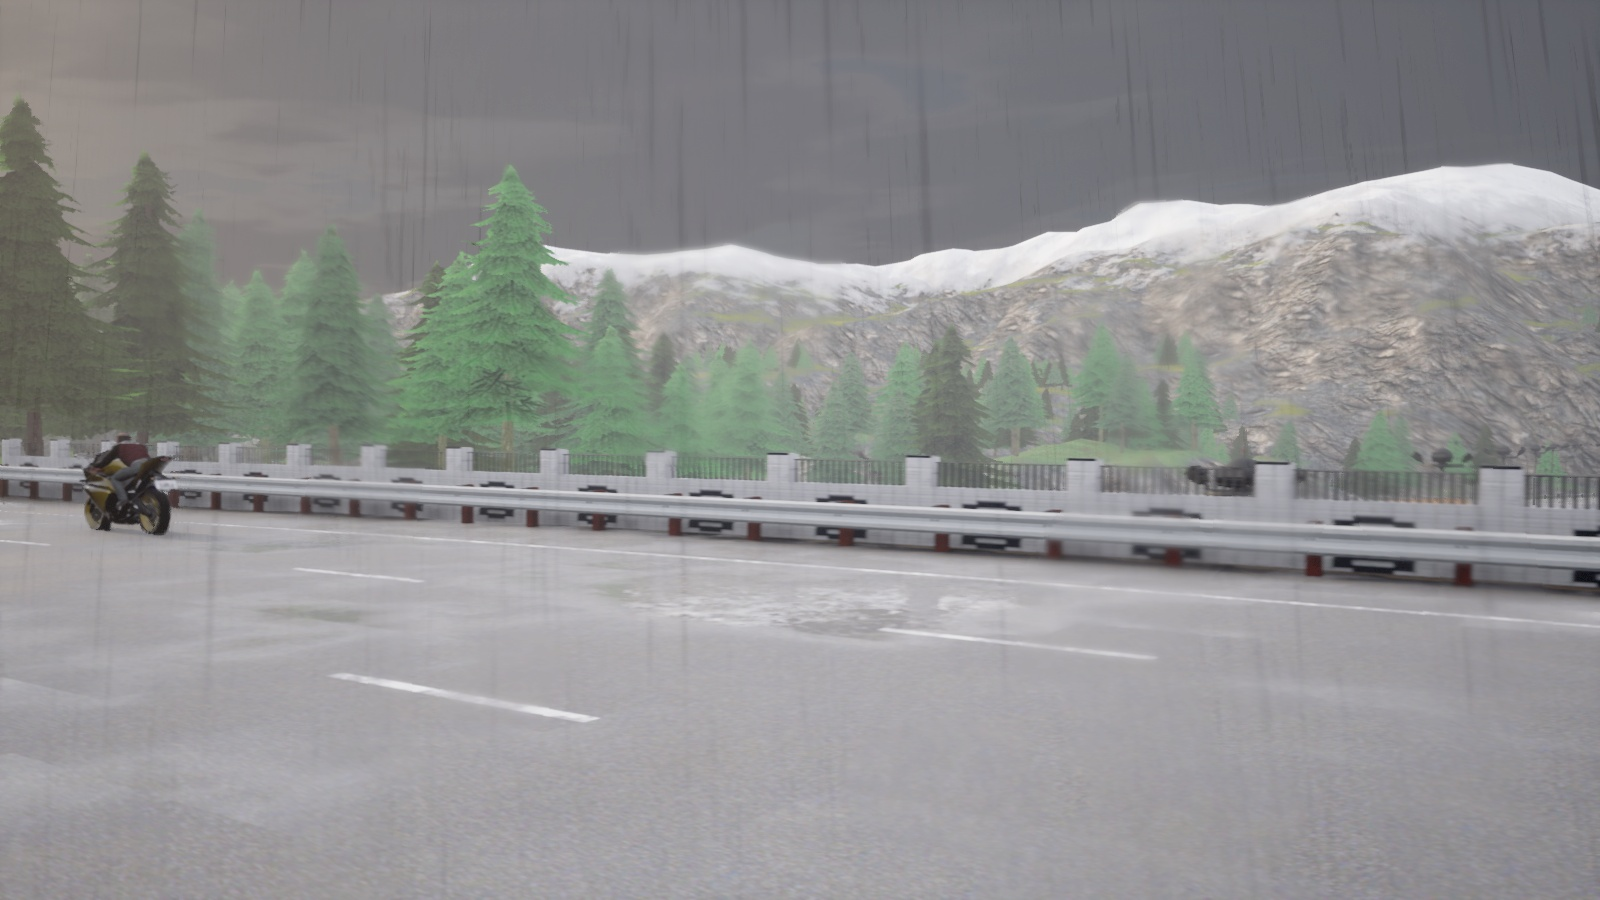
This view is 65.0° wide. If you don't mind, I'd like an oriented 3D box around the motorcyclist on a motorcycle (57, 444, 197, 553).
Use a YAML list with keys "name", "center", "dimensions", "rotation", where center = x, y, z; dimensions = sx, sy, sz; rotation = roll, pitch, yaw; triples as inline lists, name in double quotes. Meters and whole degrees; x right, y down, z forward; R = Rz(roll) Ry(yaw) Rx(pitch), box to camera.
- name: "motorcyclist on a motorcycle"
  center: [-10.034, 0.700, 18.696]
  dimensions: [2.191, 1.530, 0.866]
  rotation: [-1, 1, 34]
